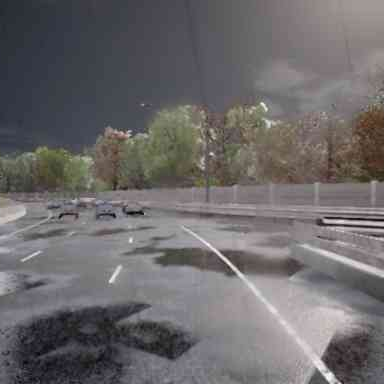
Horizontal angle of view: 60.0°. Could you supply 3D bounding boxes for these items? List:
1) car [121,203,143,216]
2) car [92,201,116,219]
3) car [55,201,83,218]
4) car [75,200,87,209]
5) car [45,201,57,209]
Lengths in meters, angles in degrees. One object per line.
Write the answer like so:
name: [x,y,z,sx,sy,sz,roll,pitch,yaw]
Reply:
car: [-6.937,1.943,38.429,1.994,1.385,4.181,0,-1,-21]
car: [-8.894,1.901,33.902,2.033,1.411,5.357,0,-1,-19]
car: [-12.982,1.940,35.086,2.033,1.411,5.357,0,-1,-21]
car: [-19.152,2.121,56.145,1.837,1.490,4.892,1,-1,-31]
car: [-23.654,2.217,56.701,1.994,1.385,4.181,0,-1,-33]
